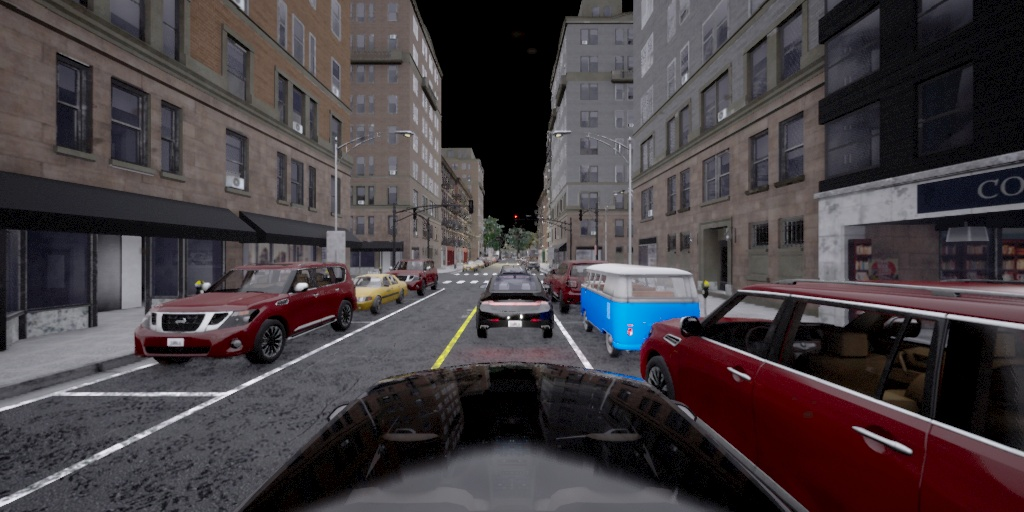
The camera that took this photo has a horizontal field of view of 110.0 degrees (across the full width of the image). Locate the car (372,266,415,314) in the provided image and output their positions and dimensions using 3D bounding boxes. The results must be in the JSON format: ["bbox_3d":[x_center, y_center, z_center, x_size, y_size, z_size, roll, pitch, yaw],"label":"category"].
[{"bbox_3d":[-5.386,1.273,13.768,1.751,1.417,4.829,0,0,0],"label":"car"}]

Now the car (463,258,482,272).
[{"bbox_3d":[-5.363,1.266,46.455,1.751,1.417,4.829,0,0,0],"label":"car"}]

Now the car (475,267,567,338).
[{"bbox_3d":[0.083,1.240,10.124,2.128,1.511,4.902,0,0,0],"label":"car"}]

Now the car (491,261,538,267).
[{"bbox_3d":[0.091,1.238,20.175,2.128,1.511,4.902,0,0,-1],"label":"car"}]

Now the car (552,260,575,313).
[{"bbox_3d":[2.652,1.062,13.928,2.192,1.841,5.009,0,0,0],"label":"car"}]

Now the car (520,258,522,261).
[{"bbox_3d":[2.704,1.290,57.579,2.007,1.370,4.403,0,0,0],"label":"car"}]

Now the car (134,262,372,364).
[{"bbox_3d":[-5.391,1.064,8.261,2.192,1.841,5.009,0,0,0],"label":"car"}]

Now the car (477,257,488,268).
[{"bbox_3d":[-5.346,1.265,57.418,1.751,1.417,4.829,0,0,0],"label":"car"}]

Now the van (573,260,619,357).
[{"bbox_3d":[2.645,1.090,8.249,1.690,1.789,3.998,0,0,0],"label":"van"}]

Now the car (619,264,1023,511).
[{"bbox_3d":[2.638,1.064,2.570,2.192,1.841,5.009,0,0,0],"label":"car"}]

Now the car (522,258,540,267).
[{"bbox_3d":[2.691,1.291,46.615,2.007,1.370,4.403,0,0,0],"label":"car"}]

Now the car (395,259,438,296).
[{"bbox_3d":[-5.380,1.061,19.617,2.192,1.841,5.009,0,0,0],"label":"car"}]

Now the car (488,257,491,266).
[{"bbox_3d":[-5.337,1.053,63.070,2.192,1.841,5.009,0,0,0],"label":"car"}]
